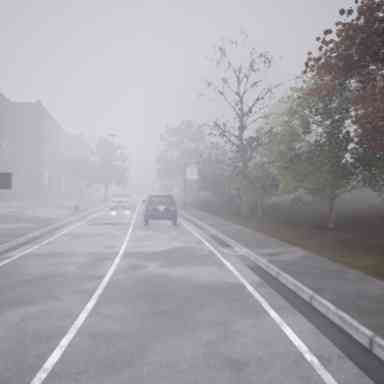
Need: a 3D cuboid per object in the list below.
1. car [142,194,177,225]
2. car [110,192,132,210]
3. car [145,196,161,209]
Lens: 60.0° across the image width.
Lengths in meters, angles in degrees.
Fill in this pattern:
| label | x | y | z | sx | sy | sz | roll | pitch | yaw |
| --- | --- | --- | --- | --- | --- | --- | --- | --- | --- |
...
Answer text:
| label | x | y | z | sx | sy | sz | roll | pitch | yaw |
| --- | --- | --- | --- | --- | --- | --- | --- | --- | --- |
| car | -2.274 | 1.150 | 23.311 | 2.150 | 2.045 | 5.566 | 0 | 0 | -8 |
| car | -8.289 | 1.001 | 39.095 | 2.150 | 2.045 | 5.566 | 0 | 0 | -8 |
| car | -4.928 | 1.271 | 41.597 | 1.882 | 1.535 | 5.008 | 0 | 0 | -8 |
